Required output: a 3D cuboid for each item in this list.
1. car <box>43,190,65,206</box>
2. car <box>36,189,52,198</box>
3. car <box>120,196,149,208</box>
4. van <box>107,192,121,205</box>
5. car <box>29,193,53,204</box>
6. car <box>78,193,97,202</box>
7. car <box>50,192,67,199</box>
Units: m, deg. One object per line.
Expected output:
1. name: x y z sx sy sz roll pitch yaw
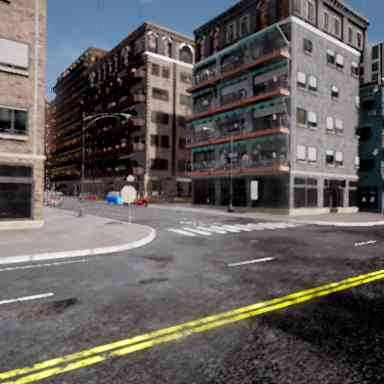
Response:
1. car: -16.983 0.867 40.336 1.967 1.590 4.097 2 0 -37
2. car: -34.086 0.265 76.730 2.192 1.841 5.009 2 0 -37
3. car: -6.788 1.221 40.956 1.802 1.307 4.206 2 0 -37
4. van: -10.224 0.894 45.405 1.690 1.788 3.998 2 0 -37
5. car: -20.364 0.893 44.831 2.008 1.369 4.403 2 0 -37
6. car: -17.064 0.820 54.339 1.967 1.590 4.097 2 0 -37
7. car: -27.283 0.672 67.773 2.008 1.369 4.403 2 0 -37
